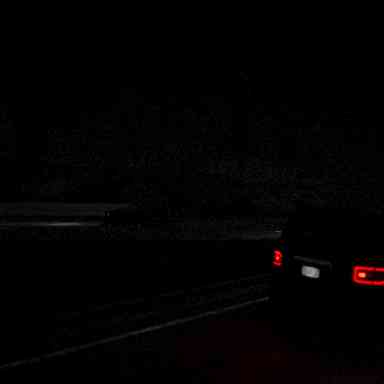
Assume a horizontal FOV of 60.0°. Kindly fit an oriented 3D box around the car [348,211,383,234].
[{"bbox_3d":[12.730,1.911,21.667,4.718,1.301,1.895,1,-1,-21],"label":"car"}]

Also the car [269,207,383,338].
[{"bbox_3d":[3.919,1.316,6.575,5.566,2.045,2.150,1,-1,-37],"label":"car"}]

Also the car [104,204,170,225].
[{"bbox_3d":[-4.102,1.658,25.076,4.902,1.511,2.128,1,0,-8],"label":"car"}]
